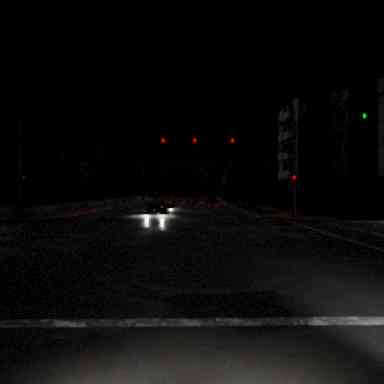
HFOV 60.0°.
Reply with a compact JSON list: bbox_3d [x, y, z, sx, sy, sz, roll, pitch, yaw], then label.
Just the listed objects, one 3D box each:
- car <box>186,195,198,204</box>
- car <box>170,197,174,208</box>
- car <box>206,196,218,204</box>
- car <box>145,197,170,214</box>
[{"bbox_3d":[-0.022,1.219,58.443,2.097,1.767,4.553,0,0,0],"label":"car"},{"bbox_3d":[-3.587,1.372,46.213,1.882,1.535,5.008,0,0,0],"label":"car"},{"bbox_3d":[3.478,1.392,58.489,1.812,1.442,4.674,0,0,0],"label":"car"},{"bbox_3d":[-3.596,1.447,34.281,1.812,1.442,4.674,0,0,0],"label":"car"}]
